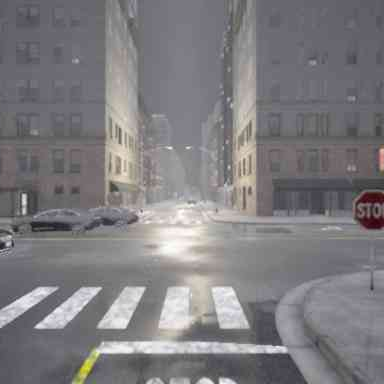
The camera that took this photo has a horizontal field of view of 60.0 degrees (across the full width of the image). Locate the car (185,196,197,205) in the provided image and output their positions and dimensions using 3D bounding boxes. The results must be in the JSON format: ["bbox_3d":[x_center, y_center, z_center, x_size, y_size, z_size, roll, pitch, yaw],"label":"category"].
[{"bbox_3d":[-0.062,2.160,75.013,2.128,1.511,4.902,0,0,0],"label":"car"}]

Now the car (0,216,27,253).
[{"bbox_3d":[-8.999,1.603,11.936,4.902,1.511,2.128,0,0,0],"label":"car"}]

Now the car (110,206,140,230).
[{"bbox_3d":[-5.890,1.669,21.885,4.902,1.511,2.128,0,0,0],"label":"car"}]

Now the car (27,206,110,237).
[{"bbox_3d":[-7.485,1.648,18.636,4.902,1.511,2.128,0,0,0],"label":"car"}]
